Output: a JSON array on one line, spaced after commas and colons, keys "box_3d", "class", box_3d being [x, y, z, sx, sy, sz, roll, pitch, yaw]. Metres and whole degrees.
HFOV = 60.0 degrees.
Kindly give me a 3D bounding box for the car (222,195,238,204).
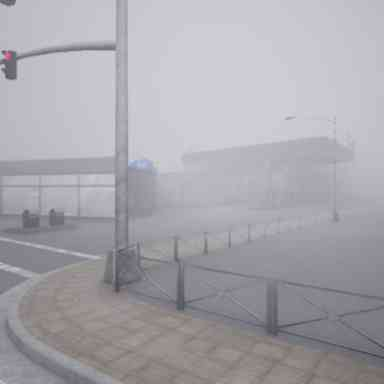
[{"box_3d": [6.874, 1.447, 63.261, 2.242, 1.667, 4.611, 0, 0, 36], "class": "car"}]
